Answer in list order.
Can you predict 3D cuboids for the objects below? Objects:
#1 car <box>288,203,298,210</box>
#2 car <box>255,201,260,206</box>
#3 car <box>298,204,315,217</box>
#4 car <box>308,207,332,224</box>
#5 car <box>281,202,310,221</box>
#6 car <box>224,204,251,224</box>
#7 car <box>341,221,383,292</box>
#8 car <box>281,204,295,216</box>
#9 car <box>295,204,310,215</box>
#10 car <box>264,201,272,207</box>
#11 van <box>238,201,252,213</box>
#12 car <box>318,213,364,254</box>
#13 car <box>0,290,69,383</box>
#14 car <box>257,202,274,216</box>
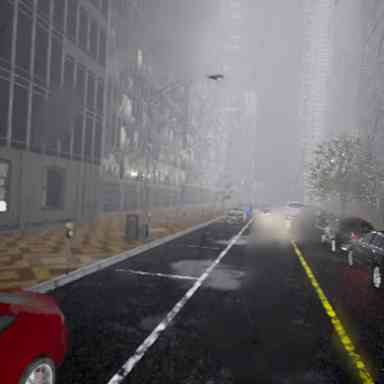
[{"bbox_3d":[23.640,3.378,77.935,1.887,1.381,4.507,3,0,13],"label":"car"},{"bbox_3d":[18.057,3.212,90.927,1.887,1.381,4.507,3,0,13],"label":"car"},{"bbox_3d":[17.221,2.740,50.213,1.967,1.590,4.097,3,0,13],"label":"car"},{"bbox_3d":[13.362,2.522,33.579,2.008,1.369,4.403,3,-1,13],"label":"car"},{"bbox_3d":[11.573,2.143,37.611,2.150,2.045,5.566,3,-1,13],"label":"car"},{"bbox_3d":[3.924,2.037,29.934,2.008,1.369,4.403,3,-1,13],"label":"car"},{"bbox_3d":[6.020,1.892,9.802,1.837,1.490,4.892,3,-1,13],"label":"car"},{"bbox_3d":[14.524,2.700,50.502,1.812,1.442,4.674,3,0,13],"label":"car"},{"bbox_3d":[18.506,2.848,55.758,1.967,1.590,4.097,3,0,13],"label":"car"},{"bbox_3d":[20.508,3.168,89.580,2.033,1.411,5.357,3,0,13],"label":"car"},{"bbox_3d":[6.503,2.052,41.025,1.690,1.788,3.998,3,-1,13],"label":"van"},{"bbox_3d":[7.374,2.016,15.646,1.837,1.490,4.892,3,-1,13],"label":"car"},{"bbox_3d":[-2.500,1.485,2.211,1.802,1.307,4.206,3,-1,13],"label":"car"},{"bbox_3d":[10.565,2.501,46.696,2.033,1.411,5.357,3,0,13],"label":"car"}]
